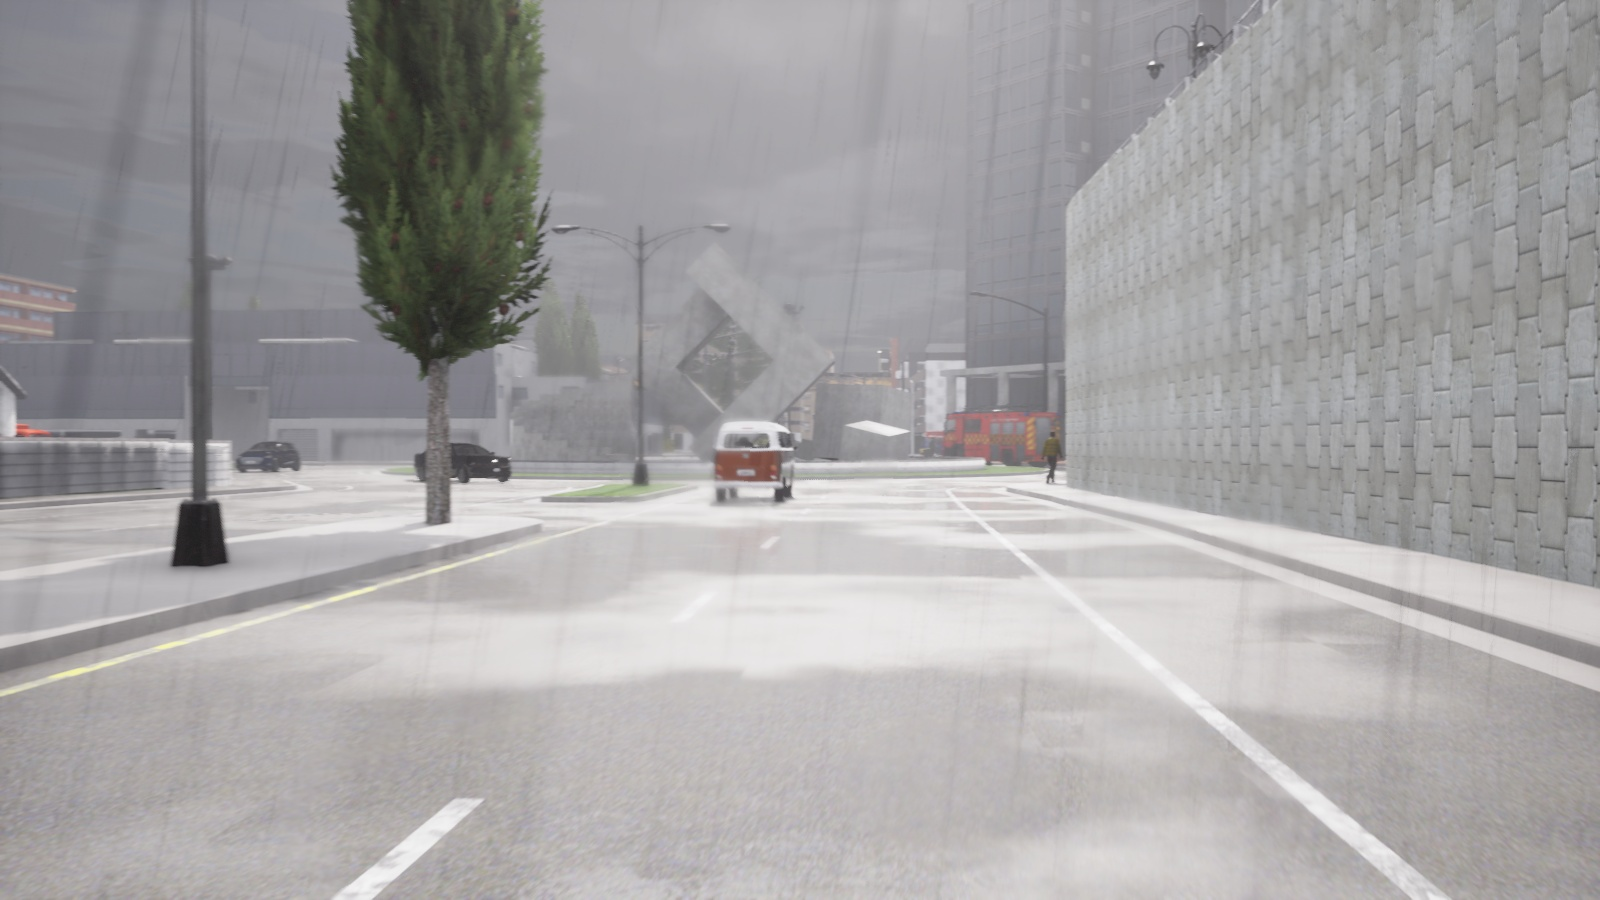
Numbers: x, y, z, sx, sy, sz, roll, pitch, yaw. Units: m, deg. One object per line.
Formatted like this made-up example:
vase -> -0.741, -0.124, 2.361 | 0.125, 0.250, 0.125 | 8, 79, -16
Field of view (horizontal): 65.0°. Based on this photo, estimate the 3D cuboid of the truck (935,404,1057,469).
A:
truck -> 12.173, -0.837, 78.970 | 2.891, 3.827, 8.468 | 0, 1, -30

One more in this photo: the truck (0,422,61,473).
truck -> -40.343, -0.162, 62.928 | 5.204, 2.467, 2.627 | 1, 0, 9

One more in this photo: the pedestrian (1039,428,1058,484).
pedestrian -> 8.236, 0.184, 41.581 | 0.370, 1.835, 0.726 | 0, 0, 32

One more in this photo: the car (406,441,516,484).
car -> -13.023, 0.437, 48.034 | 1.882, 1.535, 5.008 | 0, 0, -44

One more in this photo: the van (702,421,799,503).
van -> -1.235, 0.283, 33.239 | 2.069, 2.038, 4.480 | 0, 0, 4

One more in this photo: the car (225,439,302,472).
car -> -27.657, 0.273, 64.921 | 2.033, 1.649, 4.856 | 0, 0, -2
